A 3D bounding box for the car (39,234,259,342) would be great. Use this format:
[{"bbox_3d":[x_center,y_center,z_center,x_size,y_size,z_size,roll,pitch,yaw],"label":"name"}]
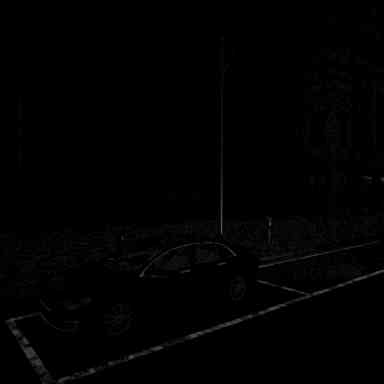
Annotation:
[{"bbox_3d":[-0.563,1.552,6.450,4.403,1.369,2.008,0,1,-38],"label":"car"}]
